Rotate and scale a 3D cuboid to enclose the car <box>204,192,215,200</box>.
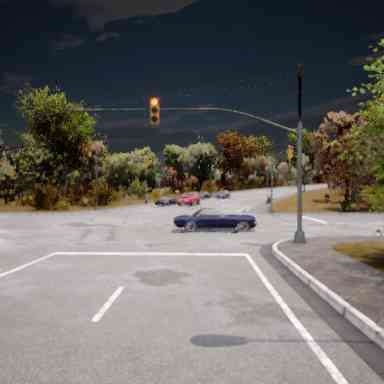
[{"bbox_3d":[2.178,0.692,65.943,2.128,1.511,4.902,0,3,25],"label":"car"}]

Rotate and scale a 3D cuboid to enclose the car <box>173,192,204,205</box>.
[{"bbox_3d":[-0.442,1.064,50.068,2.150,2.045,5.566,0,2,19],"label":"car"}]

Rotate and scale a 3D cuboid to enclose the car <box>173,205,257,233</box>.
[{"bbox_3d":[1.332,1.611,19.257,4.718,1.301,1.895,0,0,3],"label":"car"}]

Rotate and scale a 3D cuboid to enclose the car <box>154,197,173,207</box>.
[{"bbox_3d":[-3.929,1.406,50.717,2.033,1.411,5.357,0,1,18],"label":"car"}]

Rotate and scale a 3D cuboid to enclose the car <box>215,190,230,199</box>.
[{"bbox_3d":[5.938,0.469,65.720,2.097,1.767,4.553,0,3,26],"label":"car"}]
